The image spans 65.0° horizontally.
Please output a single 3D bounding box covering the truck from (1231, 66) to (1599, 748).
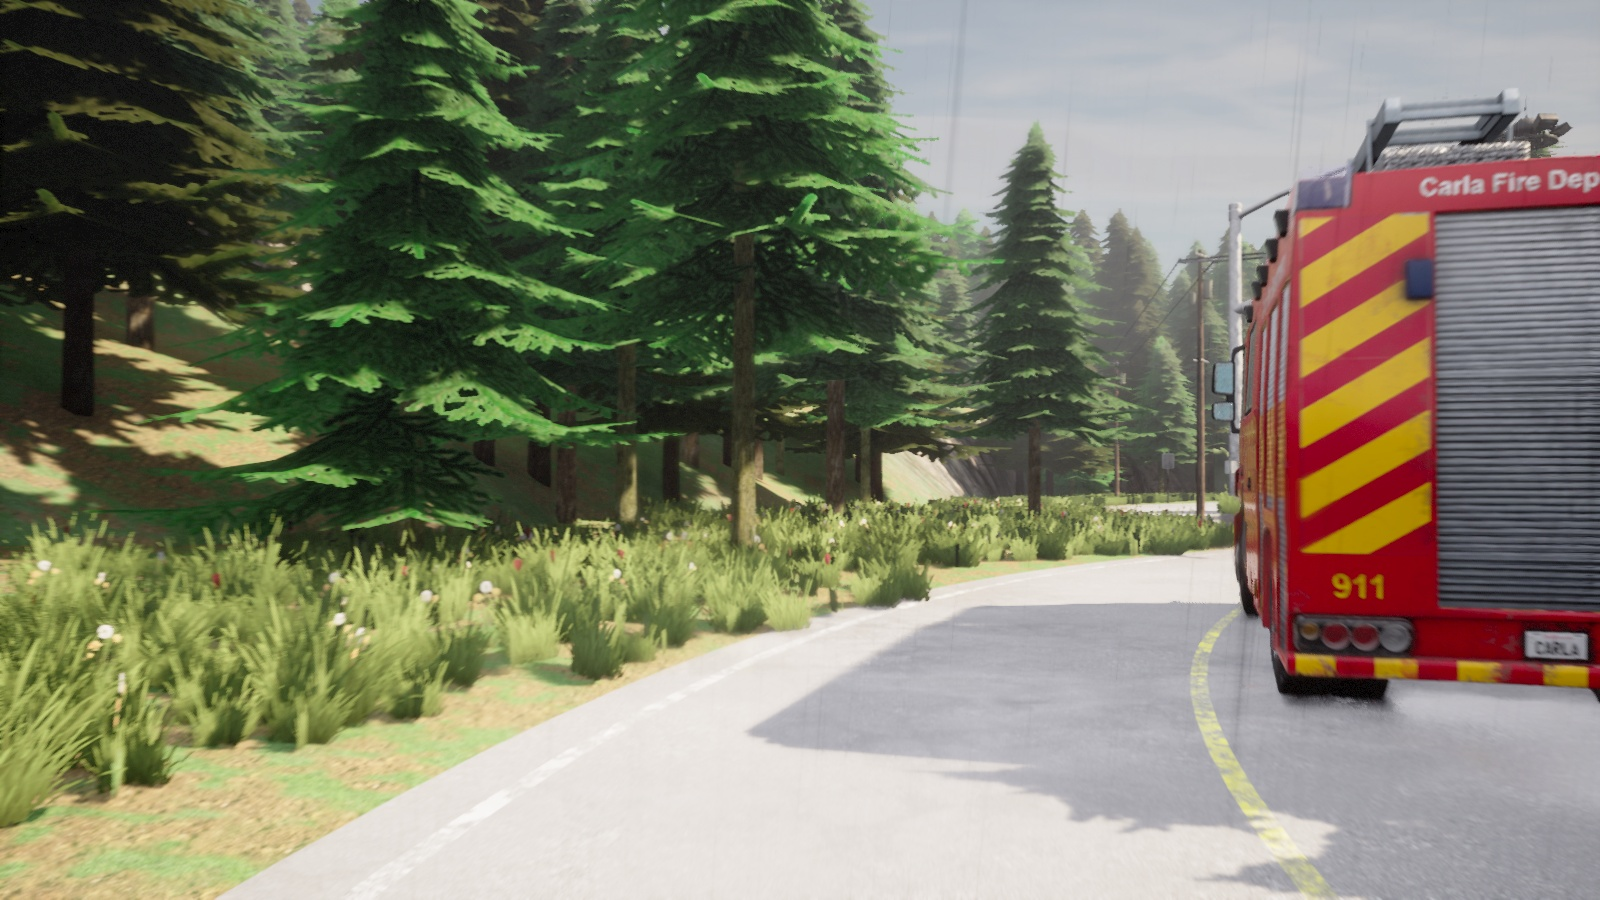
[{"bbox_3d":[5.492,-0.182,11.160,2.891,3.827,8.468,-1,-1,17],"label":"truck"}]
